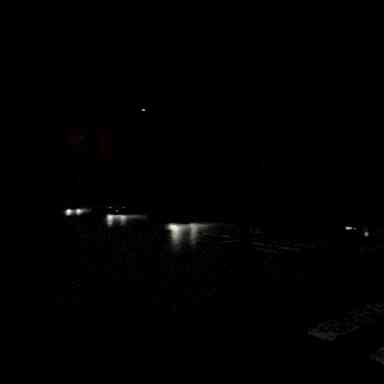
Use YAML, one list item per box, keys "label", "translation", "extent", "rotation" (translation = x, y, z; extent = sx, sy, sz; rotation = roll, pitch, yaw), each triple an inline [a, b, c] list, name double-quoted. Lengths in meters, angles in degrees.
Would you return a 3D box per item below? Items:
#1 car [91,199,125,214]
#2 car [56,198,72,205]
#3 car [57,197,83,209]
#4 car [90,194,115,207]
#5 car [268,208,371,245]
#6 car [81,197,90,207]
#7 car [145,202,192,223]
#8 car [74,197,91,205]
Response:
- label: "car"
  translation: [-9.239, 1.733, 37.141]
  extent: [1.895, 1.301, 4.718]
  rotation: [0, 0, -36]
- label: "car"
  translation: [-25.088, 1.819, 65.136]
  extent: [1.994, 1.385, 4.181]
  rotation: [0, 0, -36]
- label: "car"
  translation: [-18.546, 1.860, 50.272]
  extent: [1.895, 1.301, 4.718]
  rotation: [0, 0, -36]
- label: "car"
  translation: [-14.942, 1.435, 56.569]
  extent: [2.150, 2.045, 5.566]
  rotation: [0, -1, -36]
- label: "car"
  translation: [5.921, 1.523, 16.001]
  extent: [2.128, 1.511, 4.902]
  rotation: [0, 0, -36]
- label: "car"
  translation: [-18.412, 1.816, 55.836]
  extent: [1.895, 1.301, 4.718]
  rotation: [0, 0, -36]
- label: "car"
  translation: [-1.978, 1.562, 27.006]
  extent: [1.882, 1.535, 5.008]
  rotation: [0, 0, -36]
- label: "car"
  translation: [-21.818, 1.760, 66.155]
  extent: [1.837, 1.490, 4.892]
  rotation: [0, 0, -36]
